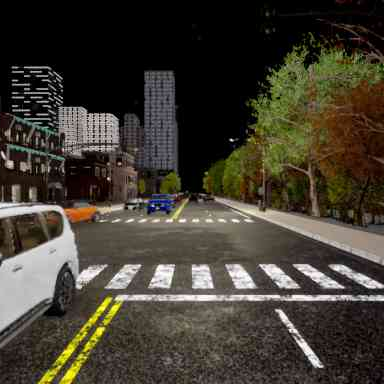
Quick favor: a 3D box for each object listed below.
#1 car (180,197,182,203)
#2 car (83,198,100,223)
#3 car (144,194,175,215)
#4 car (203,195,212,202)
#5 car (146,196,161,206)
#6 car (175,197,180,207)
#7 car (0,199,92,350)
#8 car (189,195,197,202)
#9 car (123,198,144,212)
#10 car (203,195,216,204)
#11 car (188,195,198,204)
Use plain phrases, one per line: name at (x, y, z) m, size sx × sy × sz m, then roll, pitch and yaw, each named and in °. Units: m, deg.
car at (-3.103, 1.574, 67.886) m, size 1.895 × 1.301 × 4.718 m, roll 0°, pitch 0°, yaw 0°
car at (-8.333, 1.351, 22.594) m, size 2.097 × 1.767 × 4.553 m, roll -1°, pitch 0°, yaw 23°
car at (-3.275, 1.211, 34.425) m, size 2.150 × 2.045 × 5.566 m, roll 0°, pitch 0°, yaw 0°
car at (3.414, 1.448, 74.257) m, size 1.882 × 1.535 × 5.008 m, roll 0°, pitch 0°, yaw 0°
car at (-6.459, 1.484, 56.301) m, size 1.837 × 1.490 × 4.892 m, roll 0°, pitch 0°, yaw 0°
car at (-3.246, 1.473, 46.005) m, size 2.128 × 1.511 × 4.902 m, roll 0°, pitch 0°, yaw 0°
car at (-3.341, 1.221, 4.517) m, size 2.150 × 2.045 × 5.566 m, roll 0°, pitch 0°, yaw 0°
car at (0.180, 1.494, 75.592) m, size 1.812 × 1.442 × 4.674 m, roll 0°, pitch 0°, yaw 0°
car at (-6.516, 1.479, 37.865) m, size 2.128 × 1.511 × 4.902 m, roll 0°, pitch 0°, yaw 0°
car at (3.494, 1.467, 63.987) m, size 2.128 × 1.511 × 4.902 m, roll 0°, pitch 0°, yaw 0°
car at (0.246, 1.480, 65.255) m, size 1.837 × 1.490 × 4.892 m, roll 0°, pitch 0°, yaw 0°
